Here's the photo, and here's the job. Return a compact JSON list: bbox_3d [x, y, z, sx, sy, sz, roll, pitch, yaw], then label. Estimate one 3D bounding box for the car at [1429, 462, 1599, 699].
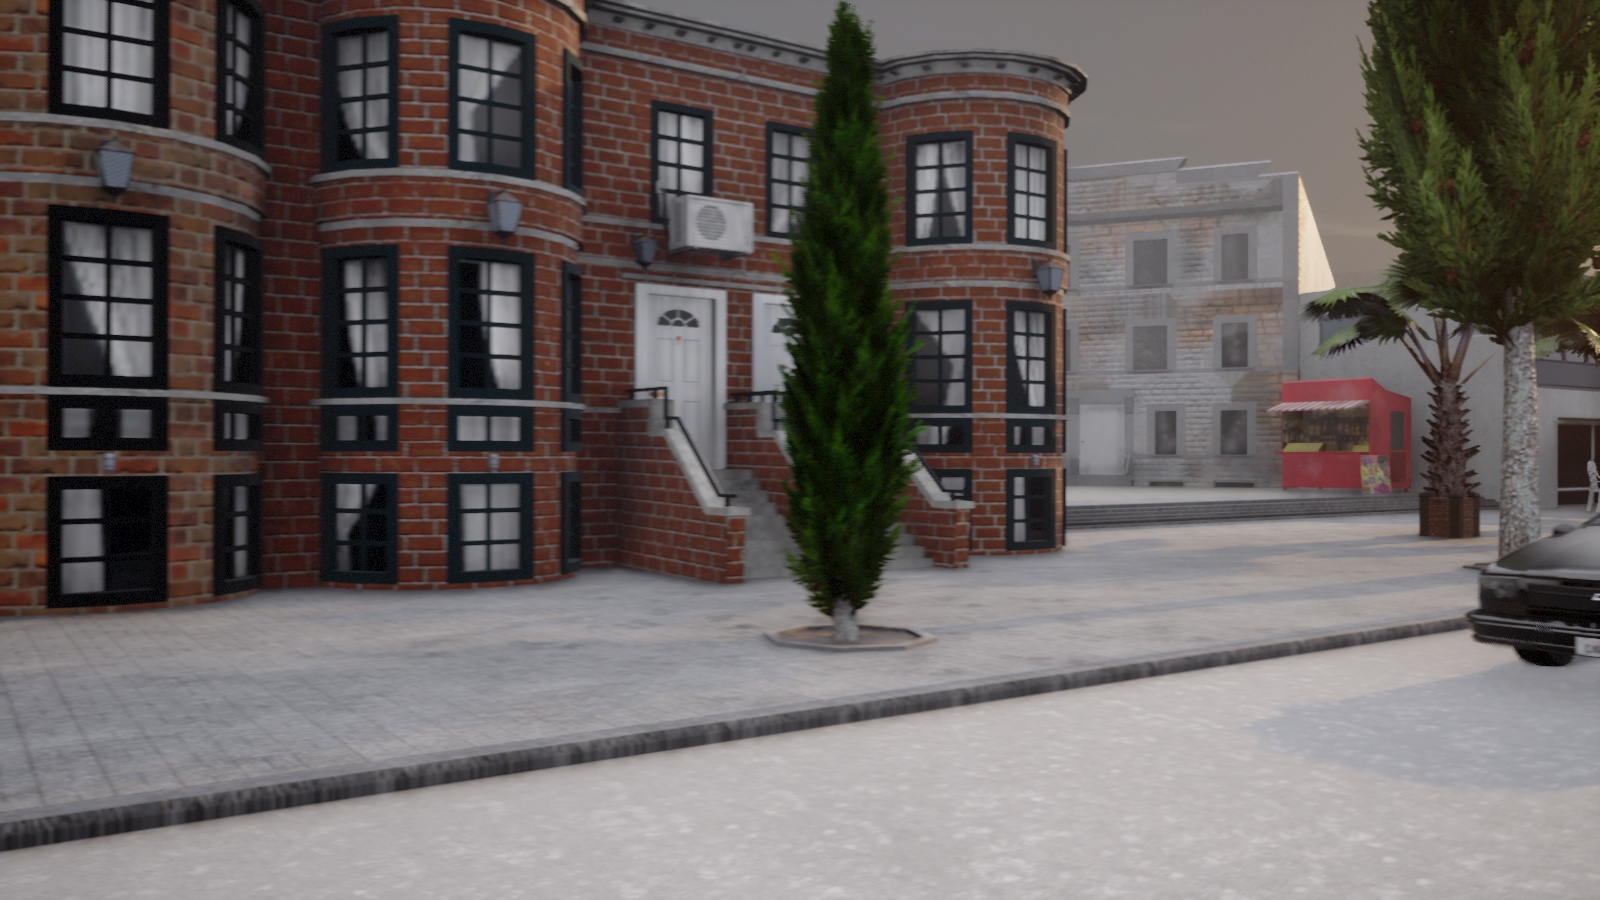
[{"bbox_3d":[7.023,0.800,9.157,5.357,1.411,2.033,0,0,-35],"label":"car"}]
